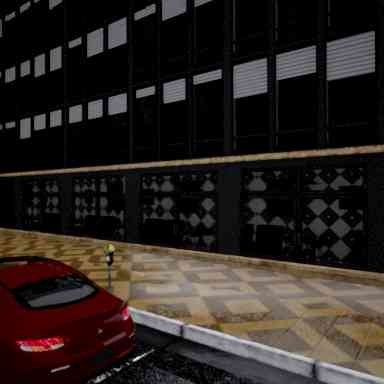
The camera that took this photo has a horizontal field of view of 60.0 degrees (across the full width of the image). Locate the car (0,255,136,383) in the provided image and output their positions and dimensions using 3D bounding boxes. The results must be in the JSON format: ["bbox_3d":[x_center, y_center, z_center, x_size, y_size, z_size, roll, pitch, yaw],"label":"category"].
[{"bbox_3d":[-2.627,1.584,4.702,4.206,1.307,1.802,0,0,35],"label":"car"}]
